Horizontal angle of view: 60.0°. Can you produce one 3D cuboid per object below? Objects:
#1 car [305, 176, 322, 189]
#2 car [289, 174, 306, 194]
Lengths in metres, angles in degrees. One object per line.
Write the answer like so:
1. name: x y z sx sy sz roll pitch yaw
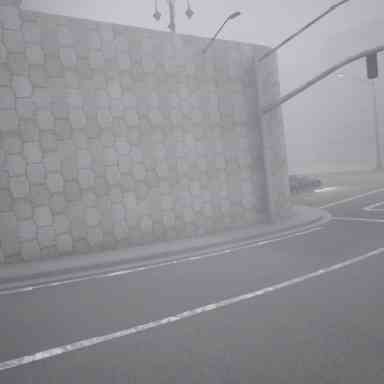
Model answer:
1. car: 9.639 -0.906 30.415 1.994 1.385 4.181 -10 6 -34
2. car: 6.818 -0.602 28.352 2.097 1.767 4.553 -10 6 -35
